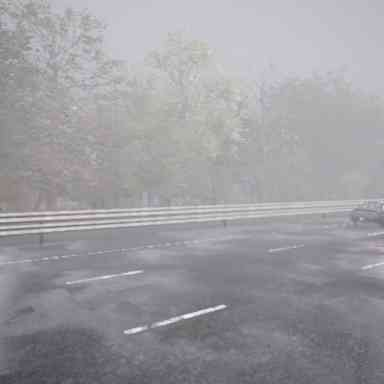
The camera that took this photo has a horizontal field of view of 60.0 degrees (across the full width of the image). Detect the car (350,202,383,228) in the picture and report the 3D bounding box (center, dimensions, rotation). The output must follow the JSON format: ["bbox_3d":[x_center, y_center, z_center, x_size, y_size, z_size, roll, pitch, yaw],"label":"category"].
[{"bbox_3d":[11.893,1.365,20.839,4.902,1.511,2.128,-1,0,-35],"label":"car"}]
